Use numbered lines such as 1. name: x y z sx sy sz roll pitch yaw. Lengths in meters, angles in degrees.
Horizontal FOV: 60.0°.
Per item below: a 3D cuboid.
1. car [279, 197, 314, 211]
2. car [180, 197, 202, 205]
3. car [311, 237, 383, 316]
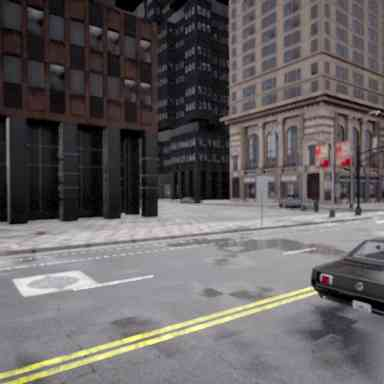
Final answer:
1. car: 12.415 1.393 38.930 2.128 1.511 4.902 0 0 -35
2. car: -0.186 1.491 56.793 1.994 1.385 4.181 0 0 -35
3. car: 4.579 1.572 6.706 4.718 1.301 1.895 0 0 -36
